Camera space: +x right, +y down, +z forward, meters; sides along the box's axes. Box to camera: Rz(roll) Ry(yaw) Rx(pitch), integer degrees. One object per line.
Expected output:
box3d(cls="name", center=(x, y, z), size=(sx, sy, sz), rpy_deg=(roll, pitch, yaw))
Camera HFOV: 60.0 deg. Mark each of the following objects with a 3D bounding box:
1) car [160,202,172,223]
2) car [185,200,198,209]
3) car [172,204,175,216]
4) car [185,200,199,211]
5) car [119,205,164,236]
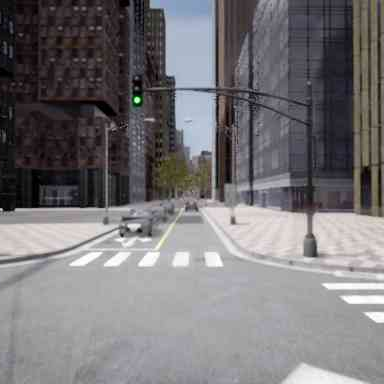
box3d(cls="car", center=(-3.116, 1.896, 29.849), size=(1.812, 1.442, 4.674), rpy_deg=(0, -1, 0))
box3d(cls="car", center=(-0.068, 2.237, 60.080), size=(2.128, 1.511, 4.902), rpy_deg=(0, -1, 0))
box3d(cls="car", center=(-3.126, 1.976, 40.204), size=(1.882, 1.535, 5.008), rpy_deg=(0, -1, 0))
box3d(cls="car", center=(-0.053, 2.147, 50.075), size=(1.812, 1.442, 4.674), rpy_deg=(0, -1, 0))
box3d(cls="car", center=(-3.112, 1.740, 20.018), size=(2.128, 1.511, 4.902), rpy_deg=(0, -1, -1))
